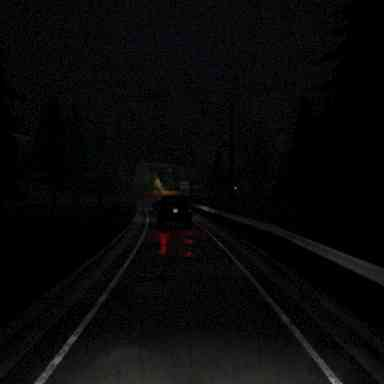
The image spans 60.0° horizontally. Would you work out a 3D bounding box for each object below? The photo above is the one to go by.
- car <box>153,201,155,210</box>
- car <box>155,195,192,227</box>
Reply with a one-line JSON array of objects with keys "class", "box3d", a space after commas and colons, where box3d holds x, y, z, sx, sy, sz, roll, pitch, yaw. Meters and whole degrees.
[{"class": "car", "box3d": [-3.936, 1.573, 42.168, 1.994, 1.385, 4.181, 0, 0, -8]}, {"class": "car", "box3d": [-1.271, 1.225, 22.778, 2.150, 2.045, 5.566, 0, 0, -6]}]
